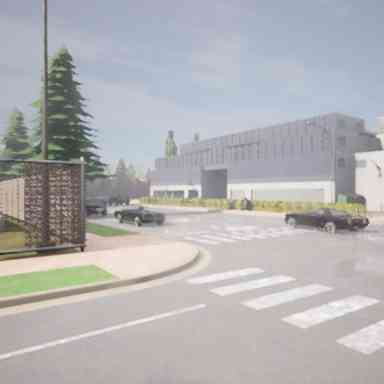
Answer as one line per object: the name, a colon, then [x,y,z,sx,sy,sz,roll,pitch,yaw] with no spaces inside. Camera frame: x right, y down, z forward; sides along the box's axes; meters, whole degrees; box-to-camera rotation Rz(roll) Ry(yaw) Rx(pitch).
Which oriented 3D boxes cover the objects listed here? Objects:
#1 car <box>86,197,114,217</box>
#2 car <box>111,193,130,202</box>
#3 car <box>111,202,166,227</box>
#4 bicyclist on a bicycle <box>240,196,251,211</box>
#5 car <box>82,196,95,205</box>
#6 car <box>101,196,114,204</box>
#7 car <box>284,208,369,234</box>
car: [-9.598,1.486,31.574,2.128,1.511,4.902,0,0,-35]
car: [-11.745,1.193,53.640,2.150,2.045,5.566,0,0,-30]
car: [-3.705,1.596,23.198,1.895,1.301,4.718,0,0,-35]
bicyclist on a bicycle: [5.778,1.265,35.746,1.656,1.620,0.582,0,0,-35]
car: [-19.017,1.522,61.088,2.033,1.411,5.357,0,0,-15]
car: [-16.053,1.459,63.427,2.128,1.511,4.902,0,0,-12]
car: [7.582,1.581,19.375,1.895,1.301,4.718,0,0,-26]
